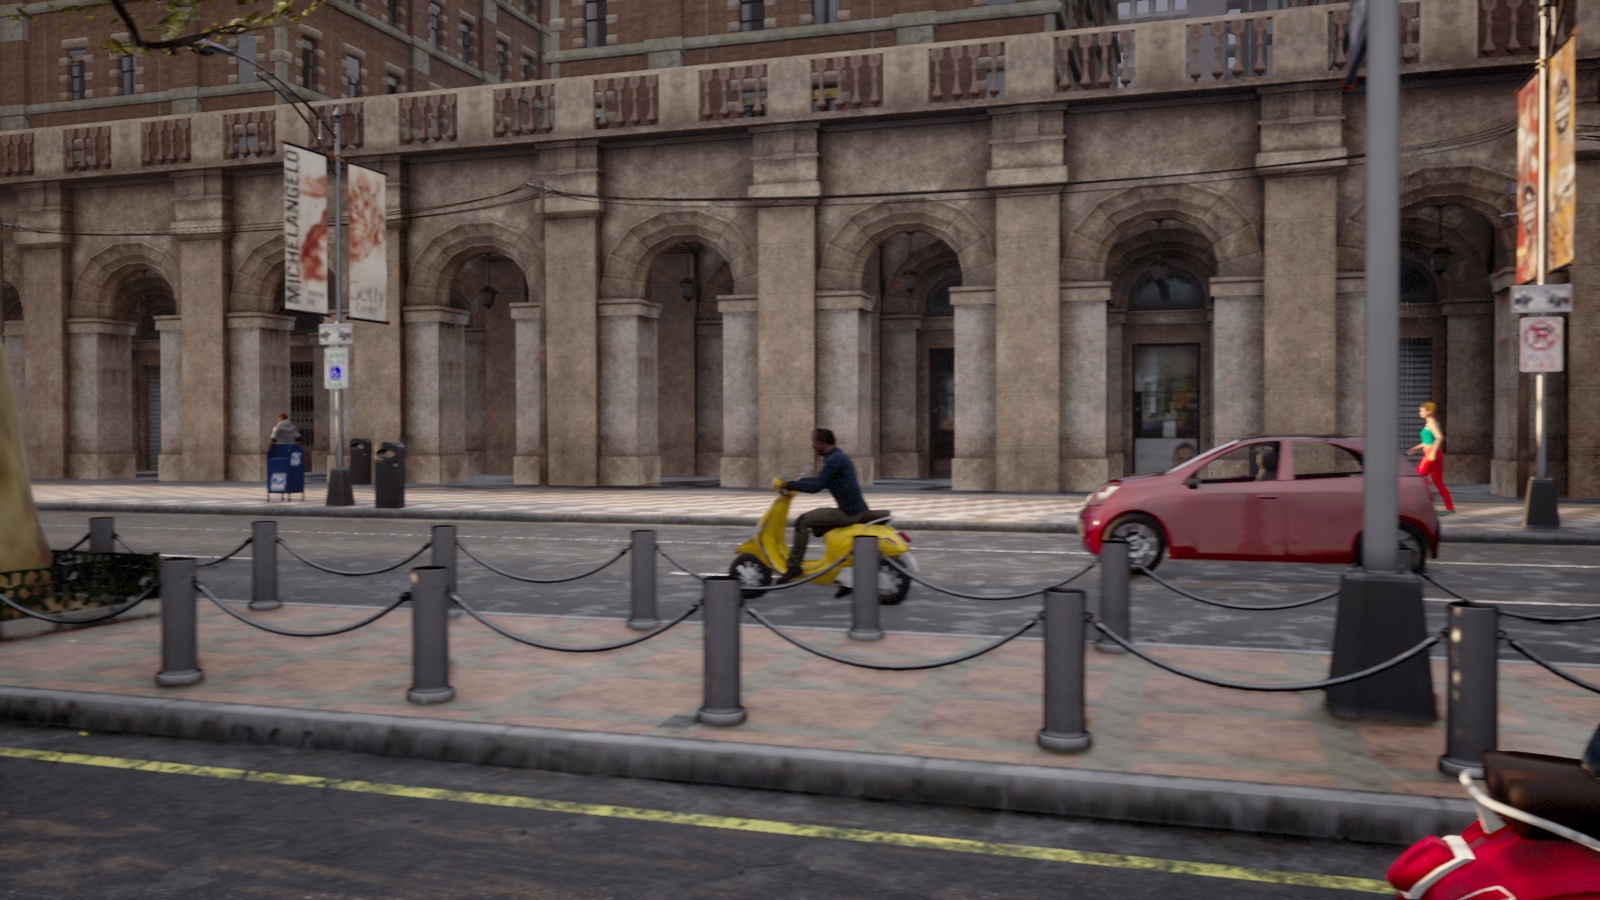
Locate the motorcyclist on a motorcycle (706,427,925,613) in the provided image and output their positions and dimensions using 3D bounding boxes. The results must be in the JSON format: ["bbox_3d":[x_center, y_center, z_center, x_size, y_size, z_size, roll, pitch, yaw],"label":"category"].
[{"bbox_3d":[0.150,0.590,11.464,1.817,1.590,0.866,1,1,17],"label":"motorcyclist on a motorcycle"}]

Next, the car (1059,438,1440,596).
[{"bbox_3d":[4.762,0.639,13.666,3.633,1.501,1.845,1,1,17],"label":"car"}]

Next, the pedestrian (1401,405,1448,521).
[{"bbox_3d":[9.997,0.203,20.099,0.594,1.836,0.345,1,1,37],"label":"pedestrian"}]

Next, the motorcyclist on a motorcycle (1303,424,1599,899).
[{"bbox_3d":[2.046,0.747,2.568,1.817,1.590,0.866,1,1,17],"label":"motorcyclist on a motorcycle"}]

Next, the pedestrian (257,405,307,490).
[{"bbox_3d":[-12.172,-0.070,29.513,0.873,1.952,0.659,1,1,17],"label":"pedestrian"}]
